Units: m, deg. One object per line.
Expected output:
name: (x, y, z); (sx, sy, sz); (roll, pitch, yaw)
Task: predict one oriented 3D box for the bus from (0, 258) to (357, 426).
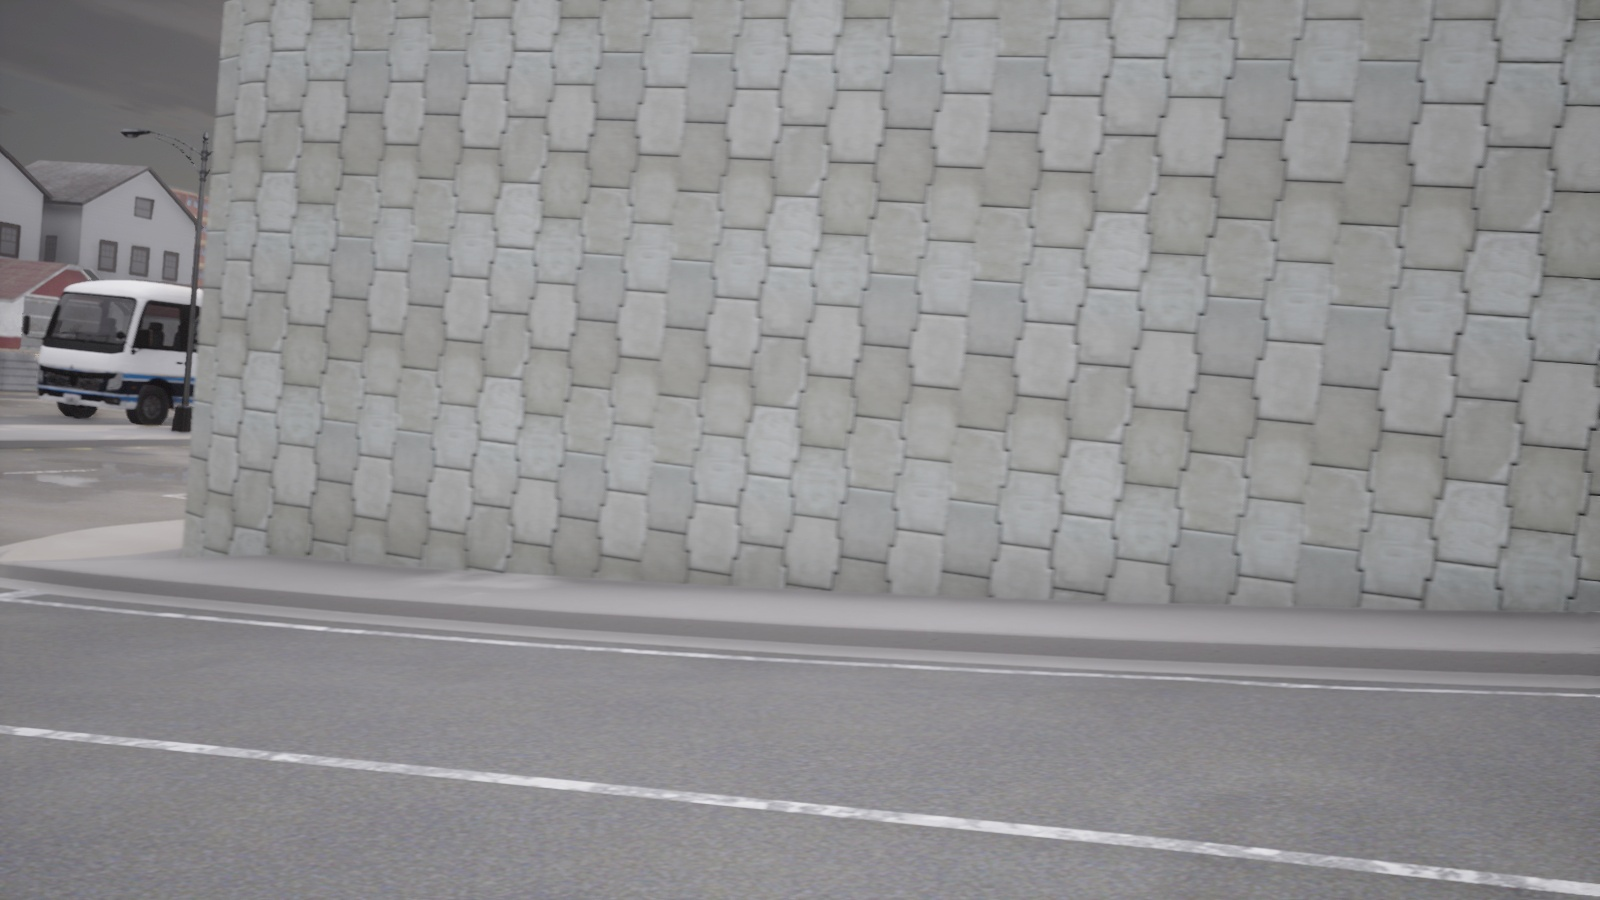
bus: (-19.161, -3.119, 39.645); (3.944, 4.253, 10.273); (7, 3, 18)
